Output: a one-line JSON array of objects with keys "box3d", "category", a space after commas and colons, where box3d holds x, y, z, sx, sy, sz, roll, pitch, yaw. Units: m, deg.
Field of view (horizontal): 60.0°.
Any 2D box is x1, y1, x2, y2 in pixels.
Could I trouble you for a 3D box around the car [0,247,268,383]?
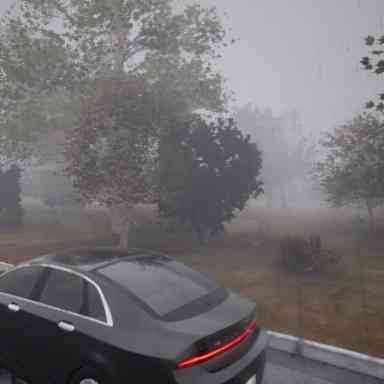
[{"box3d": [-1.460, 1.508, 4.420, 4.892, 1.490, 1.837, 0, 0, 36], "category": "car"}]
